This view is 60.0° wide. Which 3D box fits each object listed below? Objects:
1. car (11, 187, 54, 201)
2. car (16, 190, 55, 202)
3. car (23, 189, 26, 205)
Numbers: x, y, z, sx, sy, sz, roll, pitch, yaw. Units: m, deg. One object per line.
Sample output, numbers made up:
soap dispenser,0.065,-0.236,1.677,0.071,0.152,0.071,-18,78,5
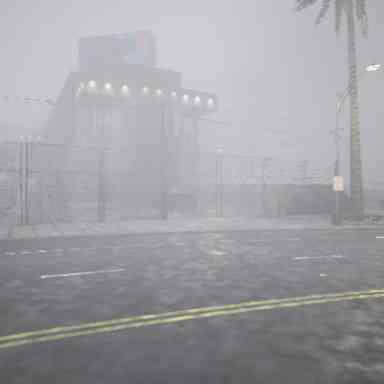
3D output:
car,-23.478,0.284,48.995,5.566,2.045,2.435,0,1,-28
car,-21.670,0.514,46.003,4.786,1.482,2.161,0,1,-28
car,-17.018,0.708,37.146,4.674,1.452,2.002,0,1,-28
